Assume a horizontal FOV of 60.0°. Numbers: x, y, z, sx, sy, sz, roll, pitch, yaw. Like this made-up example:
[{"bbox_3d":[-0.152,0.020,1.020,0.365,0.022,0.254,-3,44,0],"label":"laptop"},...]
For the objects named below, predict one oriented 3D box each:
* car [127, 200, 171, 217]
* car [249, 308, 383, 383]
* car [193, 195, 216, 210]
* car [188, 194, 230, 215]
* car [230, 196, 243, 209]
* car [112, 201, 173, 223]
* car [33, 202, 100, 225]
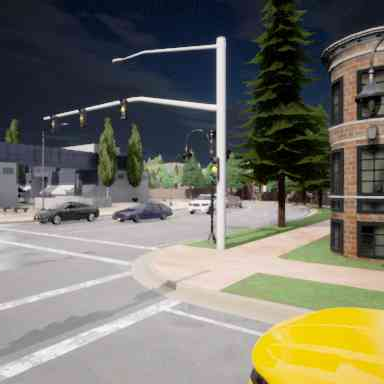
[{"bbox_3d":[-4.072,1.561,31.806,1.994,1.385,4.181,0,0,31],"label":"car"},{"bbox_3d":[2.768,1.478,1.994,5.008,1.535,1.882,0,0,36],"label":"car"},{"bbox_3d":[1.692,1.349,43.639,2.097,1.767,4.553,0,0,15],"label":"car"},{"bbox_3d":[1.674,1.217,34.471,2.150,2.045,5.566,0,0,28],"label":"car"},{"bbox_3d":[5.901,1.350,46.163,2.097,1.767,4.553,0,0,11],"label":"car"},{"bbox_3d":[-3.697,1.545,25.974,2.033,1.411,5.357,0,0,35],"label":"car"},{"bbox_3d":[-9.081,1.502,24.431,1.837,1.490,4.892,0,0,35],"label":"car"}]
